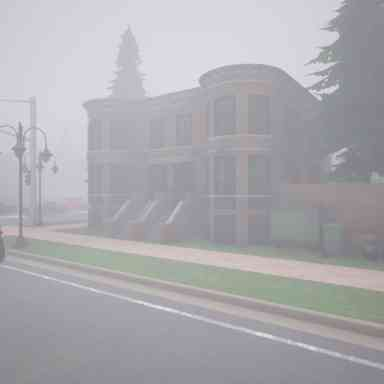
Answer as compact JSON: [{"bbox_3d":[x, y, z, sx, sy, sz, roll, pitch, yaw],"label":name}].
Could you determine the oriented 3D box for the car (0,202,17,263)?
[{"bbox_3d":[-7.342,1.221,9.212,5.566,2.045,2.150,0,0,36],"label":"car"}]

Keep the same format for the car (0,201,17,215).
[{"bbox_3d":[-19.636,1.598,31.946,1.895,1.301,4.718,0,0,35],"label":"car"}]

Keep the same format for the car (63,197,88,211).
[{"bbox_3d":[-14.640,1.349,39.319,2.097,1.767,4.553,0,0,33],"label":"car"}]

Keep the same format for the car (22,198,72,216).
[{"bbox_3d":[-14.612,1.561,33.081,1.994,1.385,4.181,0,0,34],"label":"car"}]
